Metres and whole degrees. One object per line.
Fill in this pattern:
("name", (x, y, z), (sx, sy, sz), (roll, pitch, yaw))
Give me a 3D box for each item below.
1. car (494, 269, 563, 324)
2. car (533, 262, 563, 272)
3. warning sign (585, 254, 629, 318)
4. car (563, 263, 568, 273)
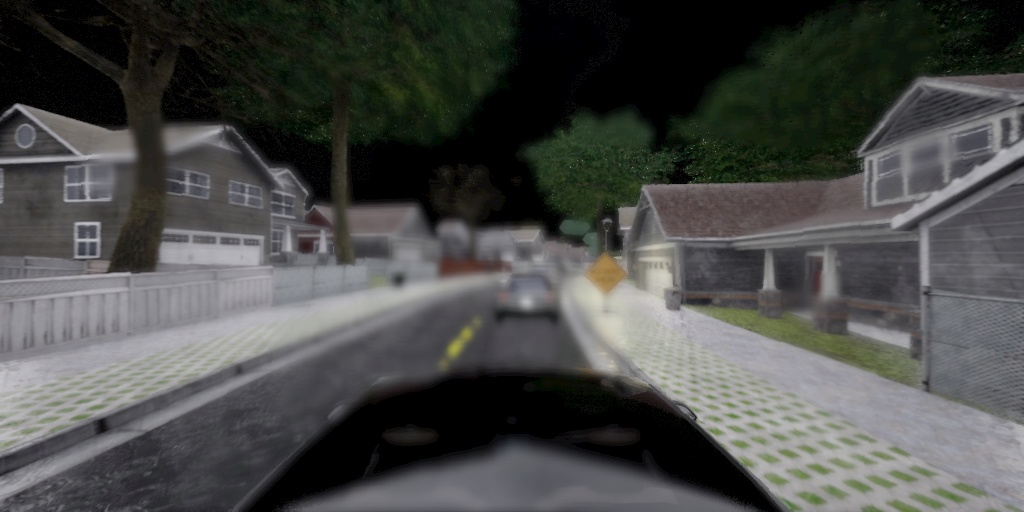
("car", (0.602, 1.300, 12.058), (1.994, 1.385, 4.181), (0, 0, 6))
("car", (2.204, 1.354, 24.842), (2.033, 1.411, 5.357), (0, 0, 11))
("warning sign", (2.874, 0.855, 10.822), (1.300, 1.860, 1.060), (0, 0, 4))
("car", (6.784, 1.656, 51.872), (1.882, 1.535, 5.008), (0, -1, 22))
